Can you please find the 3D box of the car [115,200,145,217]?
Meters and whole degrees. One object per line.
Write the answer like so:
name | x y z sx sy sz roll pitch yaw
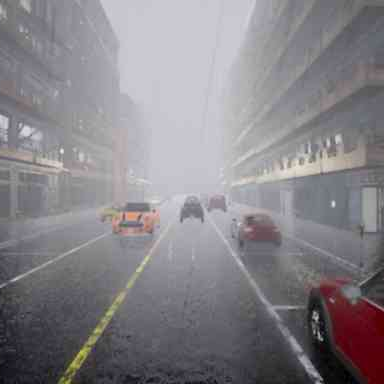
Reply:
car | -5.696 1.487 31.085 2.008 1.369 4.403 1 0 0

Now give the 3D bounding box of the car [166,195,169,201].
car | -5.707 1.436 58.702 2.008 1.369 4.403 1 0 0

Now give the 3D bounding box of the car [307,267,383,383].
car | 2.697 1.433 3.457 1.967 1.590 4.097 1 0 0

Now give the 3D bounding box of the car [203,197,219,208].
car | 2.679 1.471 47.644 1.947 1.339 4.313 1 0 0

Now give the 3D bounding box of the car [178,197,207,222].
car | 0.015 1.453 26.107 1.837 1.490 4.892 0 1 0

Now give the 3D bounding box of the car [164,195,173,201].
car | -5.715 1.400 80.796 2.008 1.369 4.403 1 0 0

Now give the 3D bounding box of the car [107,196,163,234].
car | -3.024 1.312 18.692 2.097 1.767 4.553 0 0 0

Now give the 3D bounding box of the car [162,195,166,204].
car | -5.704 1.421 53.008 1.752 1.417 4.829 1 0 0

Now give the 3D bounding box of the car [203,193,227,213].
car | 2.685 1.241 36.598 2.192 1.841 5.009 1 0 0

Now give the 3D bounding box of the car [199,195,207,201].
car | 2.665 1.394 80.786 1.887 1.381 4.507 0 0 0

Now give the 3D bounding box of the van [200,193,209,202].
van | 2.672 1.208 69.738 1.690 1.788 3.998 1 0 0

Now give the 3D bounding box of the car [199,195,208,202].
car | 2.668 1.402 75.262 1.887 1.381 4.507 0 0 0

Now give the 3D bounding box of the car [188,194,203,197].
car | 0.059 1.262 44.552 2.097 1.767 4.553 0 0 0

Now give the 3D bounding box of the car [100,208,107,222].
car | -5.694 1.473 25.392 1.752 1.417 4.829 1 0 0

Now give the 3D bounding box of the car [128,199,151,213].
car | -5.698 1.471 36.608 1.887 1.381 4.507 1 0 0

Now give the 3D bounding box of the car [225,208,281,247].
car | 2.691 1.552 14.504 1.802 1.307 4.206 1 0 0

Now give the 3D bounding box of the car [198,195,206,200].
car | 2.663 1.406 86.309 1.947 1.339 4.313 0 0 0

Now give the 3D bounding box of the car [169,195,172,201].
car | -5.713 1.408 75.272 2.008 1.369 4.403 1 0 0
